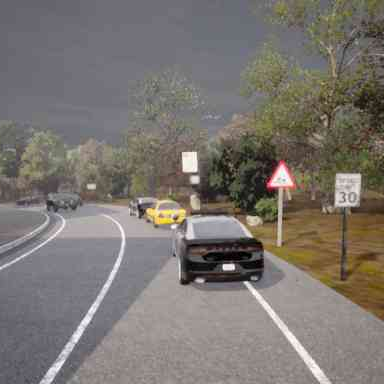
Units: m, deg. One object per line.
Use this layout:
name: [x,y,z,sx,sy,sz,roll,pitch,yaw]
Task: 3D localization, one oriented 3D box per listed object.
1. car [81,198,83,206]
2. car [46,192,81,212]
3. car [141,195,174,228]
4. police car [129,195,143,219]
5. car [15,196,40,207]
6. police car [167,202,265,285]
car: [-16.495,1.049,44.549,2.097,1.767,4.553,-5,3,-42]
car: [-14.245,1.045,36.059,2.150,2.045,5.566,-4,1,-35]
car: [-1.614,1.166,19.725,1.801,1.575,5.366,-2,1,-16]
police car: [-3.605,1.058,25.588,1.930,1.638,5.238,-2,1,-21]
car: [-26.716,1.482,53.800,5.008,1.535,1.882,-2,3,34]
police car: [0.459,1.301,9.409,1.930,1.638,5.238,-1,1,-7]
